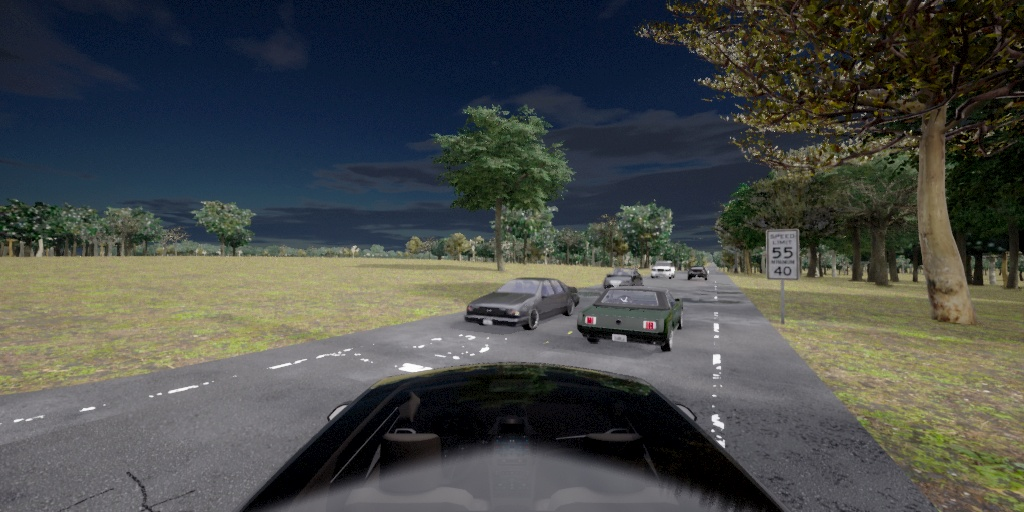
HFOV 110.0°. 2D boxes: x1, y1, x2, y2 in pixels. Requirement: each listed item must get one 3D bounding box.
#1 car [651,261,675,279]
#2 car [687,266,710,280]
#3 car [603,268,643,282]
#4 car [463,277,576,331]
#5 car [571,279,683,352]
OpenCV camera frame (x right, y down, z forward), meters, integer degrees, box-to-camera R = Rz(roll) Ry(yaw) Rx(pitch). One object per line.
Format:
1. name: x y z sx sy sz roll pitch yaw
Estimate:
1. car: 17.616 1.601 41.662 2.150 2.045 5.566 0 -1 30
2. car: 20.317 1.848 39.181 1.837 1.490 4.892 0 -1 30
3. car: 7.507 1.566 24.032 2.128 1.511 4.902 0 -1 30
4. car: 0.652 1.425 11.951 2.033 1.411 5.357 0 -1 29
5. car: 3.334 1.449 9.383 1.895 1.301 4.718 0 -1 30
